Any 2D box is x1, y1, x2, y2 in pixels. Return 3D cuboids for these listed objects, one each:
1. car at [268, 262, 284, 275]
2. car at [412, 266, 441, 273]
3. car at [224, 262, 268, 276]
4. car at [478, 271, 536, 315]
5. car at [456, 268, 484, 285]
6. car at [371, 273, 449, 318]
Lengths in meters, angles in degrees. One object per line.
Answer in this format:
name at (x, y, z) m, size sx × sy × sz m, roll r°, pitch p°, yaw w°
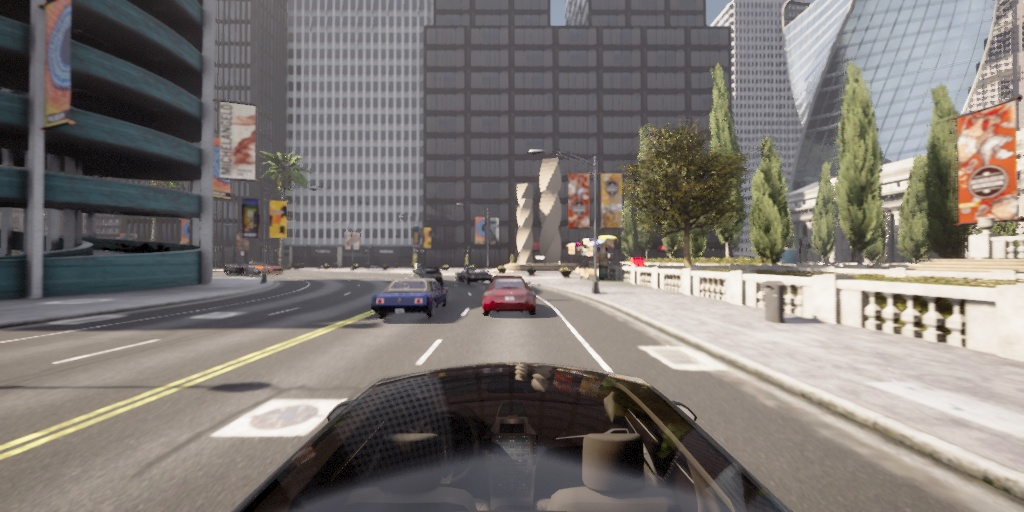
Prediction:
car at (-33.562, 1.632, 48.960) m, size 4.553 × 1.767 × 2.097 m, roll 0°, pitch -1°, yaw 18°
car at (-6.906, 1.560, 29.245) m, size 1.837 × 1.490 × 4.892 m, roll 1°, pitch 0°, yaw -23°
car at (-34.130, 1.735, 45.493) m, size 4.902 × 1.511 × 2.128 m, roll 0°, pitch -1°, yaw 18°
car at (-0.164, 1.454, 14.367) m, size 1.994 × 1.385 × 4.181 m, roll 0°, pitch 0°, yaw -2°
car at (-3.287, 1.658, 29.676) m, size 1.895 × 1.301 × 4.718 m, roll 0°, pitch -1°, yaw -22°
car at (-3.607, 1.482, 13.607) m, size 1.895 × 1.301 × 4.718 m, roll 0°, pitch -1°, yaw -1°
